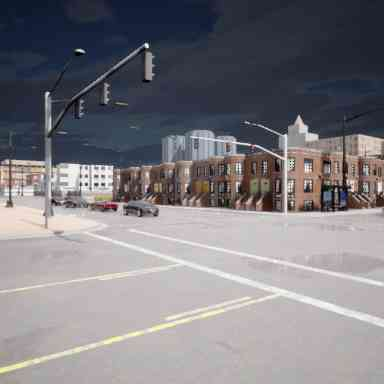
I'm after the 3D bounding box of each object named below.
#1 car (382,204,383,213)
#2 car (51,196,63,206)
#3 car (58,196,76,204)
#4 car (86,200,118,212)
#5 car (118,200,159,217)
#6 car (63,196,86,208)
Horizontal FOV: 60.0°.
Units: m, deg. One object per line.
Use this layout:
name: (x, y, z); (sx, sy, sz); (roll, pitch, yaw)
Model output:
car: (20.213, 1.226, 31.414); (5.566, 2.045, 2.150); (0, 0, -36)
car: (-22.299, 1.493, 55.551); (2.128, 1.511, 4.902); (0, 0, -35)
car: (-24.221, 1.493, 64.442); (2.128, 1.511, 4.902); (0, 0, -36)
car: (-10.332, 1.602, 38.888); (1.895, 1.301, 4.718); (0, 0, -36)
car: (-4.867, 1.506, 31.317); (1.837, 1.490, 4.892); (0, 0, -36)
car: (-16.278, 1.354, 47.137); (2.097, 1.767, 4.553); (0, 0, -36)
